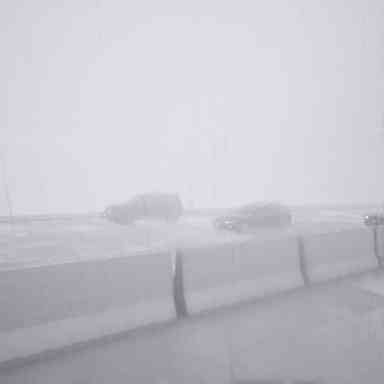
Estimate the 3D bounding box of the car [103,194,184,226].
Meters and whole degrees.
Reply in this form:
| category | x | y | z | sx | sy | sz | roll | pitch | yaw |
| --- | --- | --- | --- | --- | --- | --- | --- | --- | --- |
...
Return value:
| category | x | y | z | sx | sy | sz | roll | pitch | yaw |
| --- | --- | --- | --- | --- | --- | --- | --- | --- | --- |
| car | -3.188 | 1.132 | 22.697 | 5.566 | 2.045 | 2.150 | 0 | 0 | -32 |

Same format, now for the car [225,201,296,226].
| category | x | y | z | sx | sy | sz | roll | pitch | yaw |
| --- | --- | --- | --- | --- | --- | --- | --- | --- | --- |
| car | 4.872 | 1.435 | 23.487 | 4.892 | 1.490 | 1.837 | 0 | 0 | -30 |

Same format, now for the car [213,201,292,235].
| category | x | y | z | sx | sy | sz | roll | pitch | yaw |
| --- | --- | --- | --- | --- | --- | --- | --- | --- | --- |
| car | 3.424 | 1.448 | 18.543 | 4.892 | 1.490 | 1.837 | 0 | 0 | -31 |

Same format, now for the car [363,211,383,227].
| category | x | y | z | sx | sy | sz | roll | pitch | yaw |
| --- | --- | --- | --- | --- | --- | --- | --- | --- | --- |
| car | 12.347 | 1.565 | 19.762 | 4.718 | 1.301 | 1.895 | 0 | 0 | -30 |
